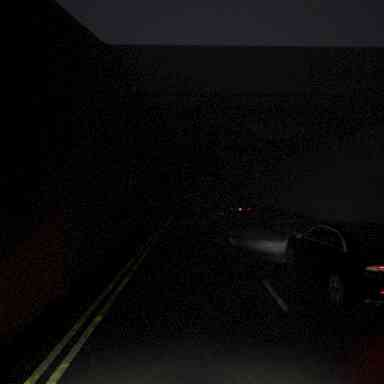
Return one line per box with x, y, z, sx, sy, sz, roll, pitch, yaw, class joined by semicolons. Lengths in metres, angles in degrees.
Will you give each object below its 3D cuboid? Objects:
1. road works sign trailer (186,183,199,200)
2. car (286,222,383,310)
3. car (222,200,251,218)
0.015;-0.111;70.302;2.380;3.560;2.880;0;0;0;road works sign trailer
3.600;1.429;7.619;2.128;1.511;4.902;0;1;0;car
3.606;1.322;27.397;2.033;1.411;5.357;0;0;0;car
